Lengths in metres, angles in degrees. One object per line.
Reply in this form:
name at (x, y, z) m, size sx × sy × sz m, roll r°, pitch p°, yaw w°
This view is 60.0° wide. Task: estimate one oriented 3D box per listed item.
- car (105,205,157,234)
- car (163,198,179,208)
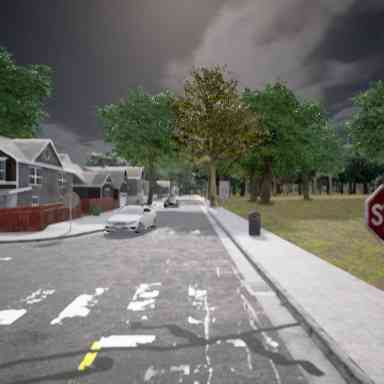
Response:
car at (-3.334, 1.511, 19.242) m, size 1.812 × 1.442 × 4.674 m, roll 1°, pitch 0°, yaw 10°
car at (-2.827, 1.494, 46.176) m, size 1.994 × 1.385 × 4.181 m, roll 0°, pitch 0°, yaw 0°
